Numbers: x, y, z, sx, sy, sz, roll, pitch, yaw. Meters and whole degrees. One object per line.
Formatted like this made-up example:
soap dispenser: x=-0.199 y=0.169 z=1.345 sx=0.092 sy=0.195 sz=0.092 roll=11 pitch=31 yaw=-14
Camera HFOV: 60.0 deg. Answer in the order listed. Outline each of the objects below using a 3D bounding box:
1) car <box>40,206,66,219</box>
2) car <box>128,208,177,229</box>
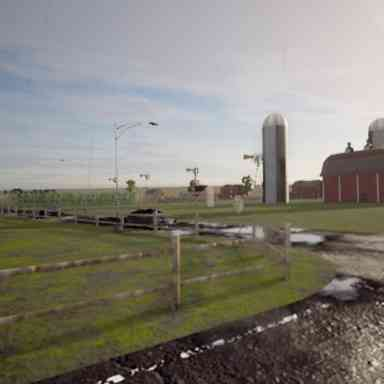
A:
car: x=-16.880 y=2.431 z=40.228 sx=1.994 sy=1.385 sz=4.181 roll=-1 pitch=0 yaw=-42
car: x=-3.167 y=1.971 z=25.545 sx=1.812 sy=1.442 sz=4.674 roll=-1 pitch=0 yaw=-44
